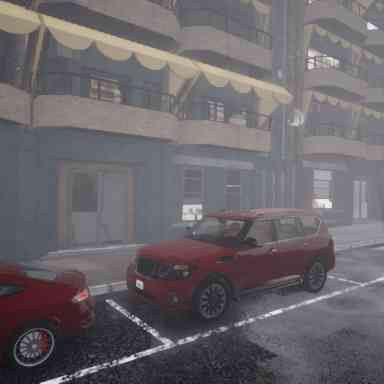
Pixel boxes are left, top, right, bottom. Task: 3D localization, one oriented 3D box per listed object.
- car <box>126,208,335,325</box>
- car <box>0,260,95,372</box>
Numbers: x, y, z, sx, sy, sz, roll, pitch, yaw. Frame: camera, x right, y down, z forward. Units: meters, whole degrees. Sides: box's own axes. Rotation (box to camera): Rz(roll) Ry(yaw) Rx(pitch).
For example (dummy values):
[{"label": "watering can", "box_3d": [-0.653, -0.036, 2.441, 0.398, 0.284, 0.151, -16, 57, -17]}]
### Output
[{"label": "car", "box_3d": [1.124, 1.318, 7.341, 5.009, 1.841, 2.192, 0, 1, -35]}, {"label": "car", "box_3d": [-3.374, 1.582, 4.137, 4.206, 1.307, 1.802, 0, 1, -35]}]
